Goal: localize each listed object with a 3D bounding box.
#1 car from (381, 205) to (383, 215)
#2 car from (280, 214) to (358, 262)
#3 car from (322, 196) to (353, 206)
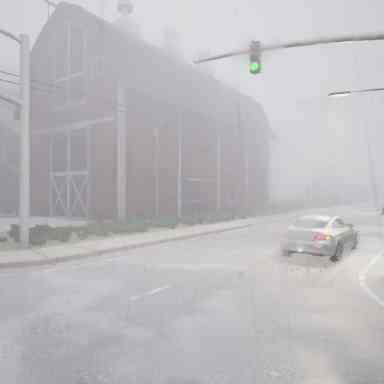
[{"bbox_3d":[20.338,1.550,33.439,1.812,1.442,4.674,0,0,36],"label":"car"},{"bbox_3d":[4.737,1.546,12.186,1.812,1.442,4.674,0,0,36],"label":"car"},{"bbox_3d":[23.786,1.490,54.556,1.837,1.490,4.892,1,-1,-42],"label":"car"}]
